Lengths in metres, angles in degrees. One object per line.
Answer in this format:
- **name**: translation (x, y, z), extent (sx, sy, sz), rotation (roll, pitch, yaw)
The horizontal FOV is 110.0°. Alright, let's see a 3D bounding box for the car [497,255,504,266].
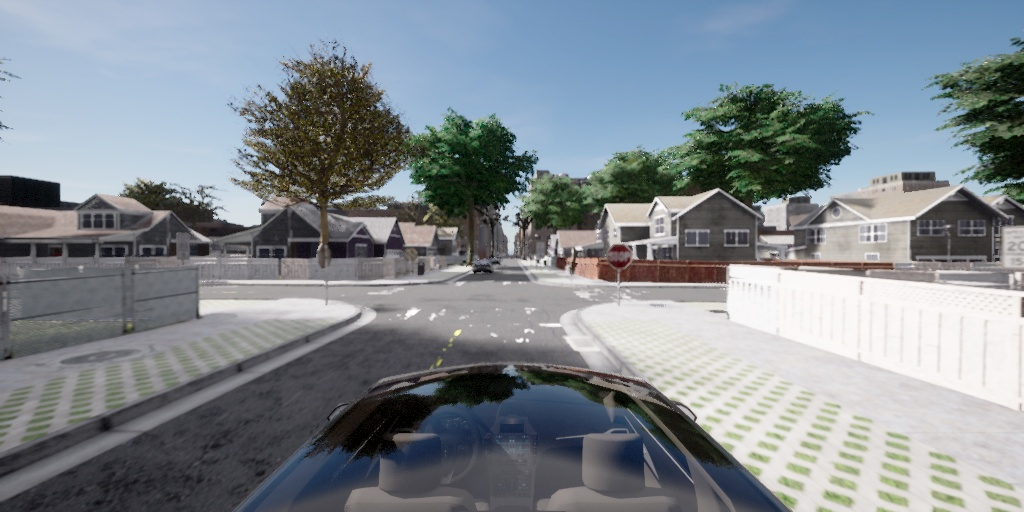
- **car**: translation (-2.768, 0.903, 57.766), extent (1.895, 1.301, 4.718), rotation (0, 0, 0)

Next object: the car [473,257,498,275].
- **car**: translation (-2.766, 1.058, 35.703), extent (2.033, 1.411, 5.357), rotation (0, 1, 0)
